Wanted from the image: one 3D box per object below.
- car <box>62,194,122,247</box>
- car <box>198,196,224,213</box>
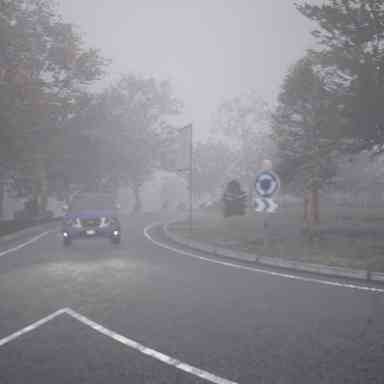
[{"bbox_3d":[-4.424,1.105,14.922,2.150,2.045,5.566,0,1,-15],"label":"car"},{"bbox_3d":[2.921,1.177,33.672,4.553,1.767,2.097,0,1,-28],"label":"car"}]
